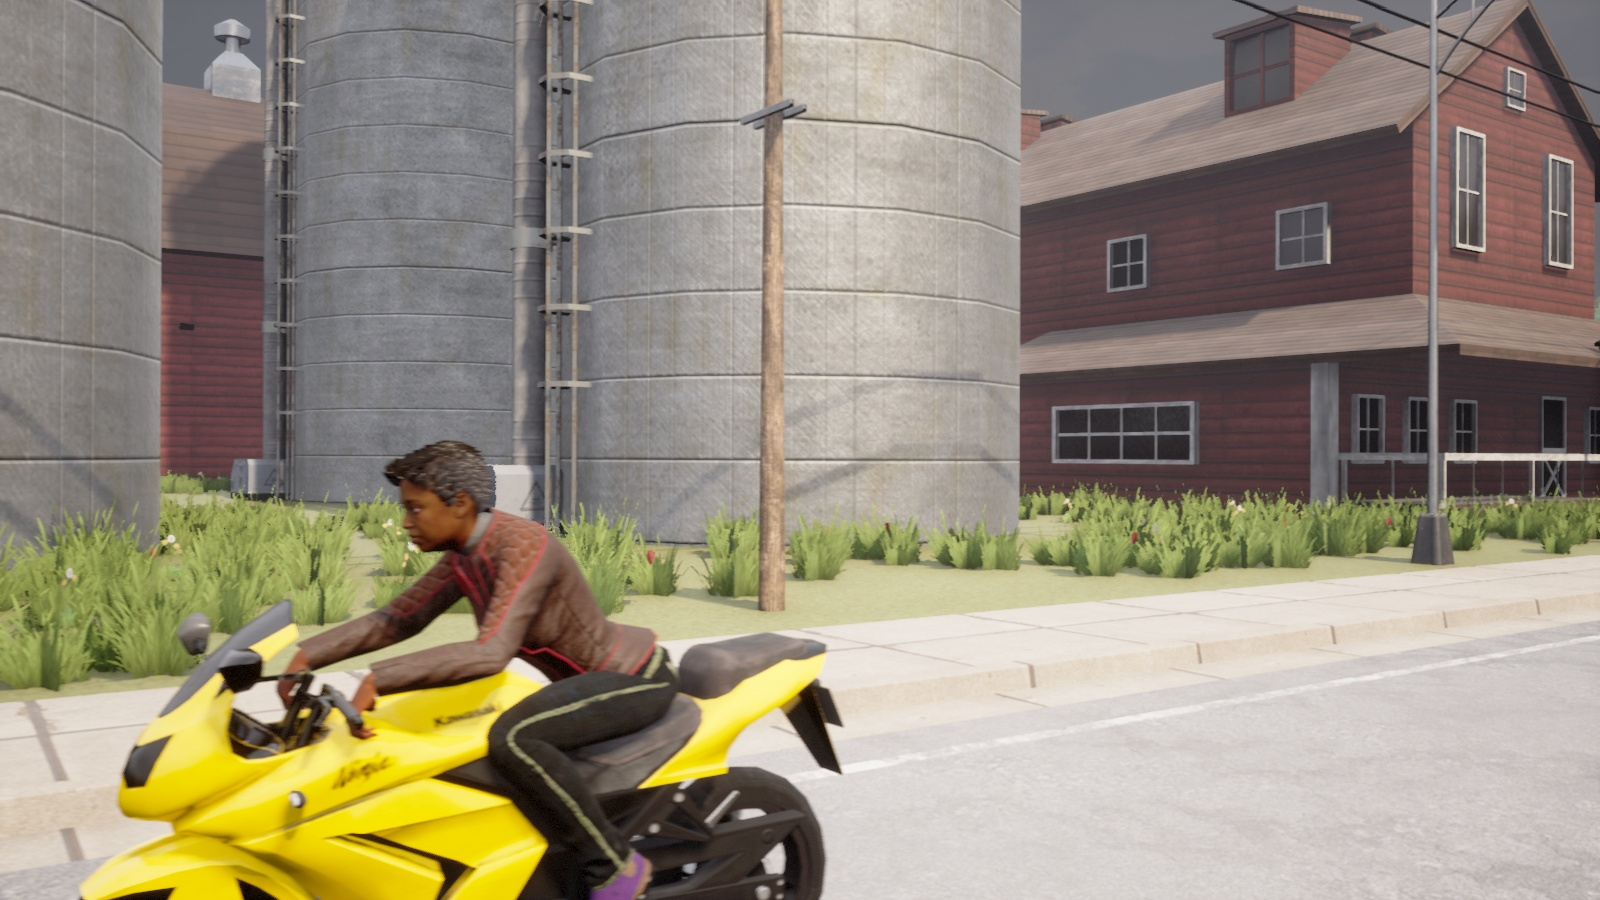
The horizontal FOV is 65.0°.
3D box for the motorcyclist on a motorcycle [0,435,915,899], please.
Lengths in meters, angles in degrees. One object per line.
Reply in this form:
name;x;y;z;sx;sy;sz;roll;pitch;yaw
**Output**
motorcyclist on a motorcycle;-0.769;0.738;3.082;2.044;1.523;0.797;0;0;-34
